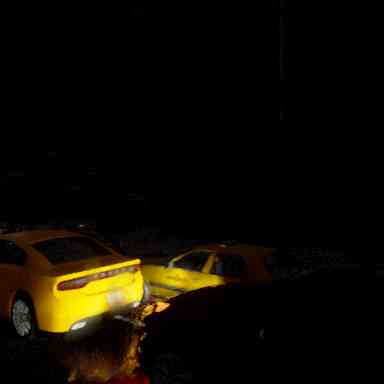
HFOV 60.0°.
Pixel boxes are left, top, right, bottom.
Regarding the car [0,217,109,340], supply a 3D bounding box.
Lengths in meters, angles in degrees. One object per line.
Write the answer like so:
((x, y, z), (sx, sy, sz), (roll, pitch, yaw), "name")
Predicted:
((-3.223, 1.507, 6.678), (5.008, 1.535, 1.882), (0, 0, 36), "car")

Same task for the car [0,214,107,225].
((-3.857, 1.482, 9.547), (4.097, 1.590, 1.967), (0, 0, 36), "car")

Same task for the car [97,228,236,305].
((0.488, 1.560, 6.420), (4.829, 1.417, 1.752), (0, 0, 36), "car")

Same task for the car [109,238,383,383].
((1.648, 1.499, 3.174), (5.008, 1.535, 1.882), (0, 0, 36), "car")
